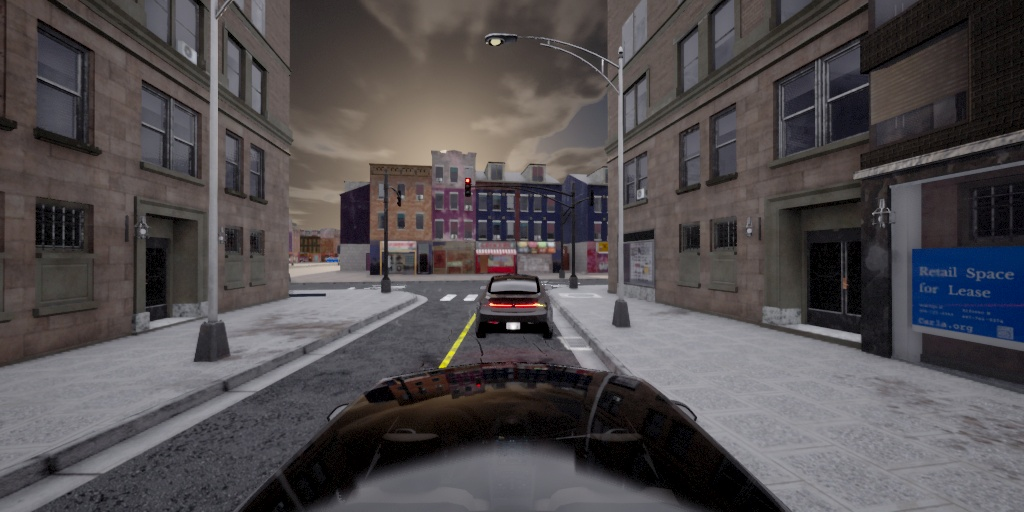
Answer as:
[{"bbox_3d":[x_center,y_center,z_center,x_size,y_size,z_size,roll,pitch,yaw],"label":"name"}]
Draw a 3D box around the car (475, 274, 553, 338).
[{"bbox_3d":[0.096,1.255,10.129,1.837,1.490,4.892,0,0,2],"label":"car"}]
